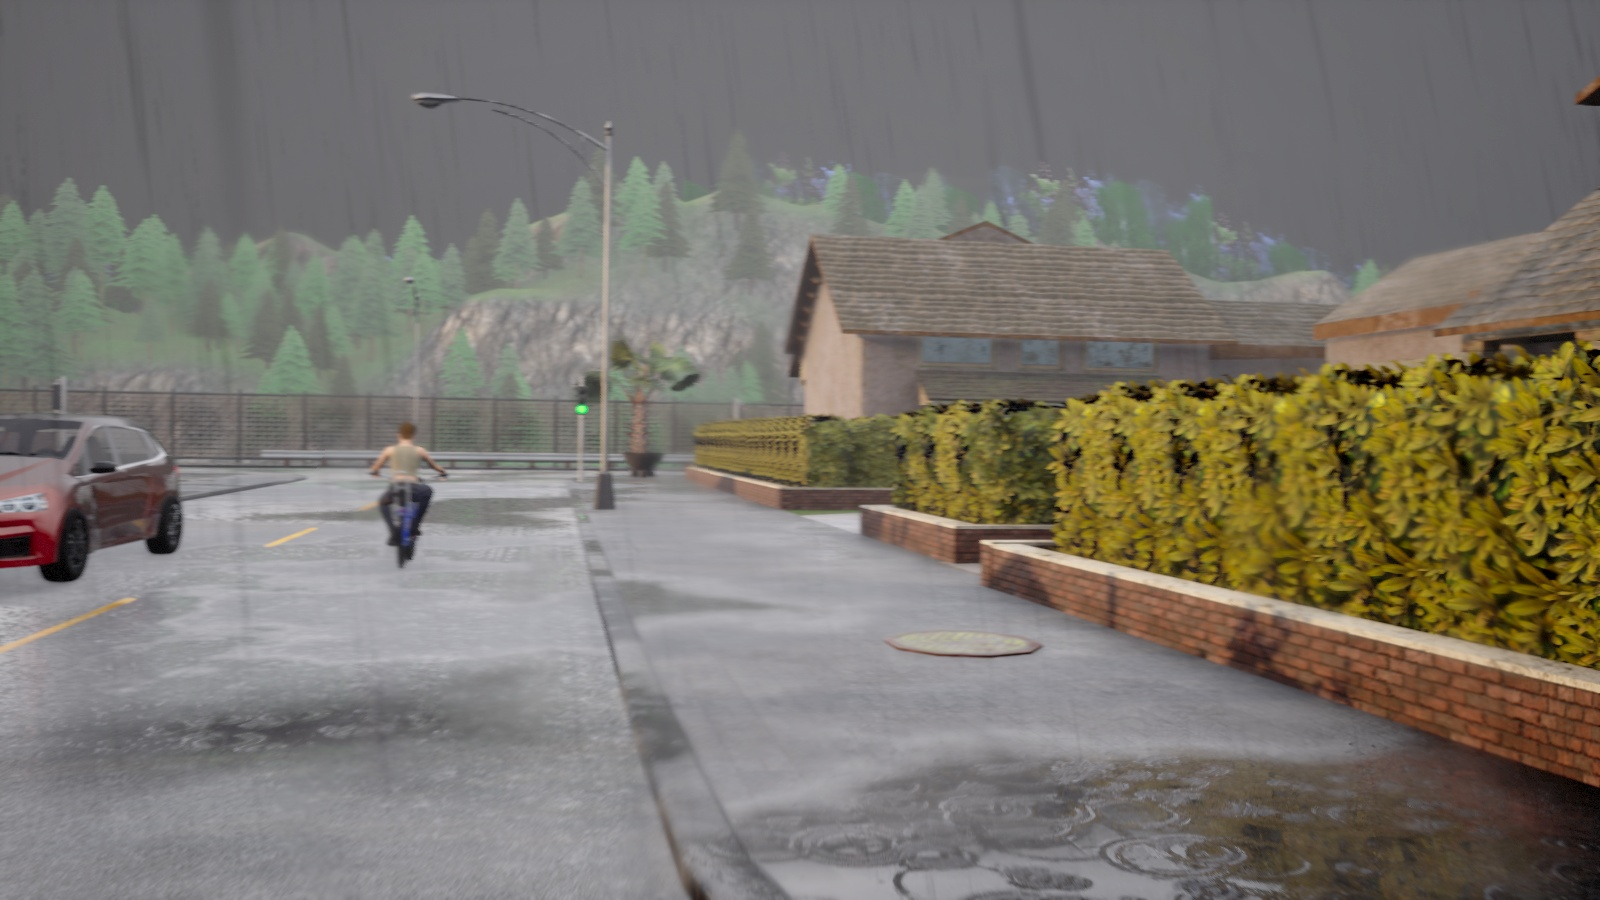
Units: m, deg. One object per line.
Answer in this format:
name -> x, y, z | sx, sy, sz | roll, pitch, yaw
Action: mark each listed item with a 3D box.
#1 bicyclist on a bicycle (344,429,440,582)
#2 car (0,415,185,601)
bicyclist on a bicycle -> -4.541, 0.576, 14.079 | 0.866, 1.612, 1.509 | 0, 0, -12
car -> -8.457, 0.506, 13.378 | 2.242, 1.667, 4.611 | 0, 0, -10
